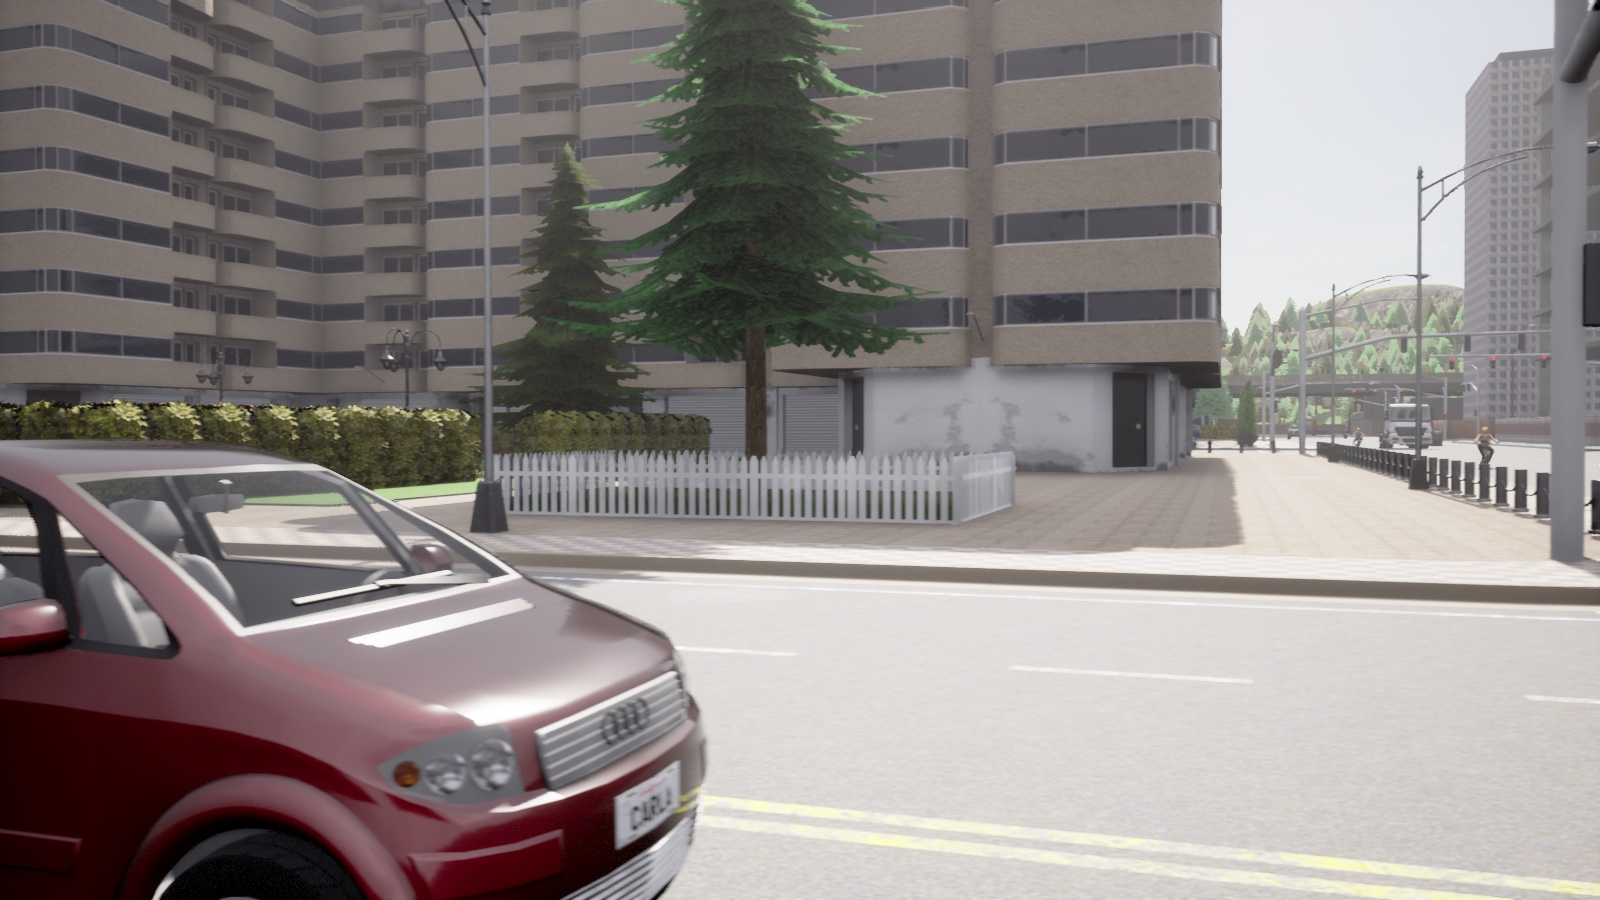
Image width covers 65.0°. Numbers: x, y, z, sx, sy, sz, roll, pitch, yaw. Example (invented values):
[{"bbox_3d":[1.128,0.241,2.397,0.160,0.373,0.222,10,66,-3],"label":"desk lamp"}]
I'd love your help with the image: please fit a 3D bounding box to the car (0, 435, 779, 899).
[{"bbox_3d":[-2.112,0.731,3.905,3.705,1.549,1.789,0,1,19],"label":"car"}]
